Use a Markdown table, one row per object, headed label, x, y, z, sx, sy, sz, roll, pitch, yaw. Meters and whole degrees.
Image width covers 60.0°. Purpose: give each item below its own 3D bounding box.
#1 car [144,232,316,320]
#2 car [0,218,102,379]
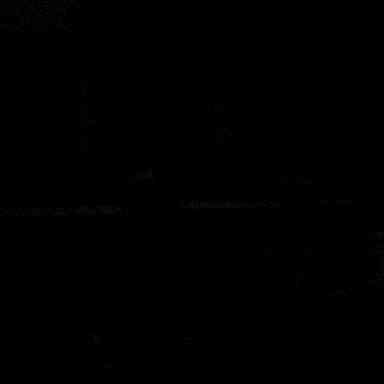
| label | x | y | z | sx | sy | sz | roll | pitch | yaw |
| --- | --- | --- | --- | --- | --- | --- | --- | --- | --- |
| car | 1.015 | 1.582 | 7.273 | 4.206 | 1.307 | 1.802 | 0 | 0 | -35 |
| car | -3.615 | 1.315 | 3.979 | 5.009 | 1.841 | 2.192 | 0 | 0 | -35 |
